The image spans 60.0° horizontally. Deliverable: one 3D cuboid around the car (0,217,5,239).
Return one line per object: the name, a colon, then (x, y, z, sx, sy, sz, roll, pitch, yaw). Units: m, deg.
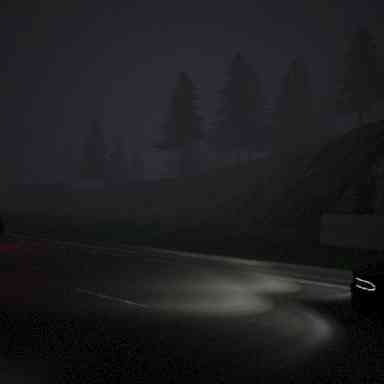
car: (-10.367, 1.426, 15.185, 4.902, 1.511, 2.128, 0, 0, 38)

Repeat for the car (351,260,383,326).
car: (5.019, 1.473, 4.728, 5.008, 1.535, 1.882, 0, 0, 36)
